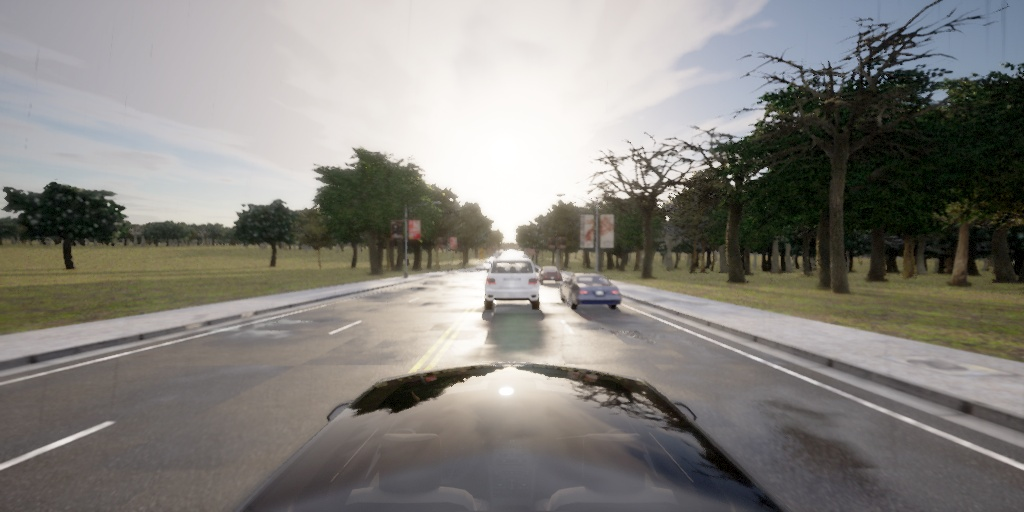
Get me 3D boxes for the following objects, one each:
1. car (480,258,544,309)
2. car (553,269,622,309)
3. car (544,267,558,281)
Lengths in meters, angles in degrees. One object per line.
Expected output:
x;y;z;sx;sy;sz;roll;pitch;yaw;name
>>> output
0.010;1.119;15.870;2.150;2.045;5.566;0;-1;0;car
3.260;1.449;15.811;2.033;1.411;5.357;0;-1;0;car
3.273;1.637;31.224;1.812;1.442;4.674;0;-1;0;car
